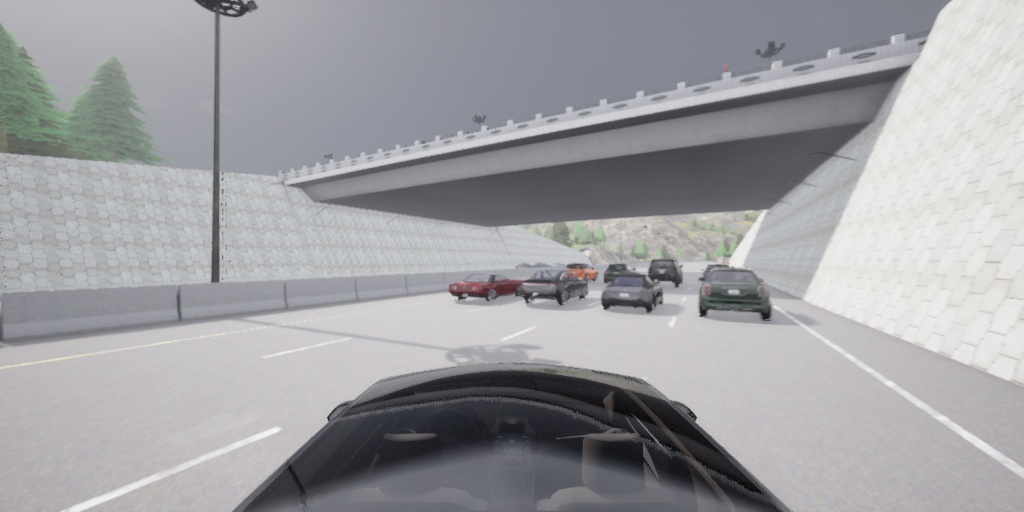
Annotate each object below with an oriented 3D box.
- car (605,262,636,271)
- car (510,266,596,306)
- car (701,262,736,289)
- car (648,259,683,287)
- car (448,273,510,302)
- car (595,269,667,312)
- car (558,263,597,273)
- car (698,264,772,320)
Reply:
[{"bbox_3d":[9.181,1.398,30.106,2.097,1.767,4.553,0,-1,29],"label":"car"},{"bbox_3d":[2.128,1.406,16.958,2.128,1.511,4.902,0,-1,29],"label":"car"},{"bbox_3d":[15.349,1.355,26.796,2.097,1.767,4.553,0,-1,29],"label":"car"},{"bbox_3d":[11.865,1.243,27.726,2.150,2.045,5.566,0,0,28],"label":"car"},{"bbox_3d":[-1.080,1.533,18.387,1.895,1.301,4.718,0,-1,29],"label":"car"},{"bbox_3d":[5.199,1.456,15.281,1.994,1.385,4.181,0,-1,29],"label":"car"},{"bbox_3d":[6.098,1.419,31.761,2.097,1.767,4.553,0,-1,29],"label":"car"},{"bbox_3d":[8.258,1.220,13.579,2.097,1.767,4.553,0,-1,29],"label":"car"}]
